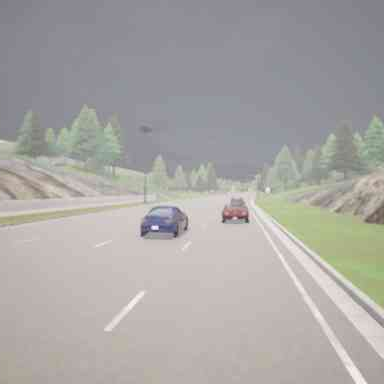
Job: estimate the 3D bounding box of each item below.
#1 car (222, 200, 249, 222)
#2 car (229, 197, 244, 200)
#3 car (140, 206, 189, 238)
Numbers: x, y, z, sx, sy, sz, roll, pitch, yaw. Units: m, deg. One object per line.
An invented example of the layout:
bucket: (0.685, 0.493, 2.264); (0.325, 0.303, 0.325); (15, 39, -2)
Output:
car: (3.263, 1.503, 24.965); (1.895, 1.301, 4.718); (1, 0, 8)
car: (5.760, 1.326, 42.861); (2.128, 1.511, 4.902); (1, 0, 8)
car: (-1.340, 1.426, 17.160); (1.812, 1.442, 4.674); (1, 0, 8)
